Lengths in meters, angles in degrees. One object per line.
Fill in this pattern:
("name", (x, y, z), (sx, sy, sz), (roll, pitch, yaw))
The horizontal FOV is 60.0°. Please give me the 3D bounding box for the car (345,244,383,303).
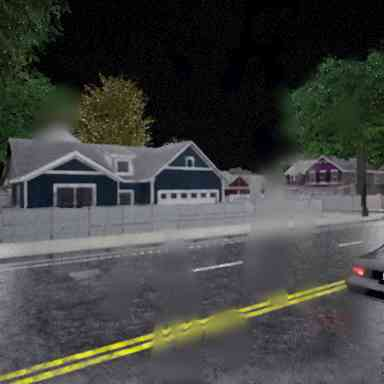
("car", (5.502, 1.522, 7.206), (5.357, 1.411, 2.033), (0, 0, -35))
